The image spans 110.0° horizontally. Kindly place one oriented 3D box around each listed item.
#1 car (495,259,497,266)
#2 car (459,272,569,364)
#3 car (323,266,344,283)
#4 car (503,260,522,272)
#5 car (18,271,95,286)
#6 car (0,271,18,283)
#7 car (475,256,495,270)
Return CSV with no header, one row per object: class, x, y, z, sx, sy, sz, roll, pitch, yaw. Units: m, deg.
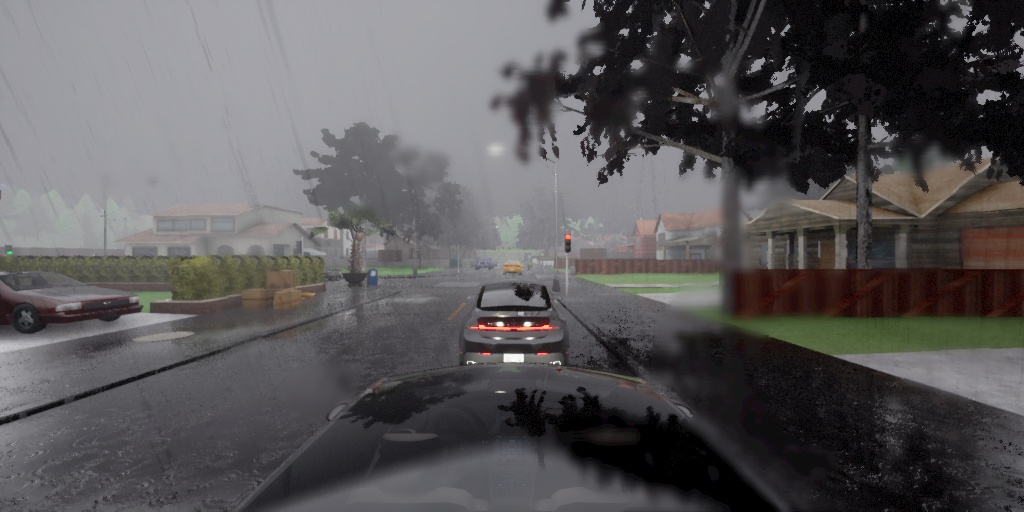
car,-4.024,1.255,62.308,2.128,1.511,4.902,0,0,0
car,0.047,1.256,7.655,1.837,1.490,4.892,0,0,1
car,-15.033,1.247,26.711,4.902,1.511,2.128,0,0,0
car,0.098,1.236,39.879,1.882,1.535,5.008,0,0,2
car,-33.001,1.108,26.746,4.553,1.767,2.097,0,0,0
car,-43.850,1.248,30.851,4.902,1.511,2.128,0,0,0
car,-4.059,0.983,52.258,2.150,2.045,5.566,0,0,0
